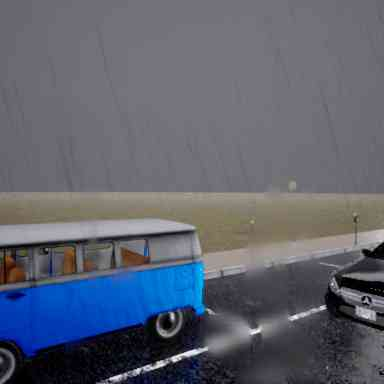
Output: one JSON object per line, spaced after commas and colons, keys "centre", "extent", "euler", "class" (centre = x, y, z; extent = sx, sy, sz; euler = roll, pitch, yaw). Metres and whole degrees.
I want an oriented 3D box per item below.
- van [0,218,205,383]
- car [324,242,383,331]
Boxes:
{"centre": [-1.696, 1.341, 4.875], "extent": [3.998, 1.788, 1.690], "euler": [0, 1, -36], "class": "van"}
{"centre": [4.451, 1.527, 6.254], "extent": [4.674, 1.442, 1.812], "euler": [0, 0, -36], "class": "car"}
